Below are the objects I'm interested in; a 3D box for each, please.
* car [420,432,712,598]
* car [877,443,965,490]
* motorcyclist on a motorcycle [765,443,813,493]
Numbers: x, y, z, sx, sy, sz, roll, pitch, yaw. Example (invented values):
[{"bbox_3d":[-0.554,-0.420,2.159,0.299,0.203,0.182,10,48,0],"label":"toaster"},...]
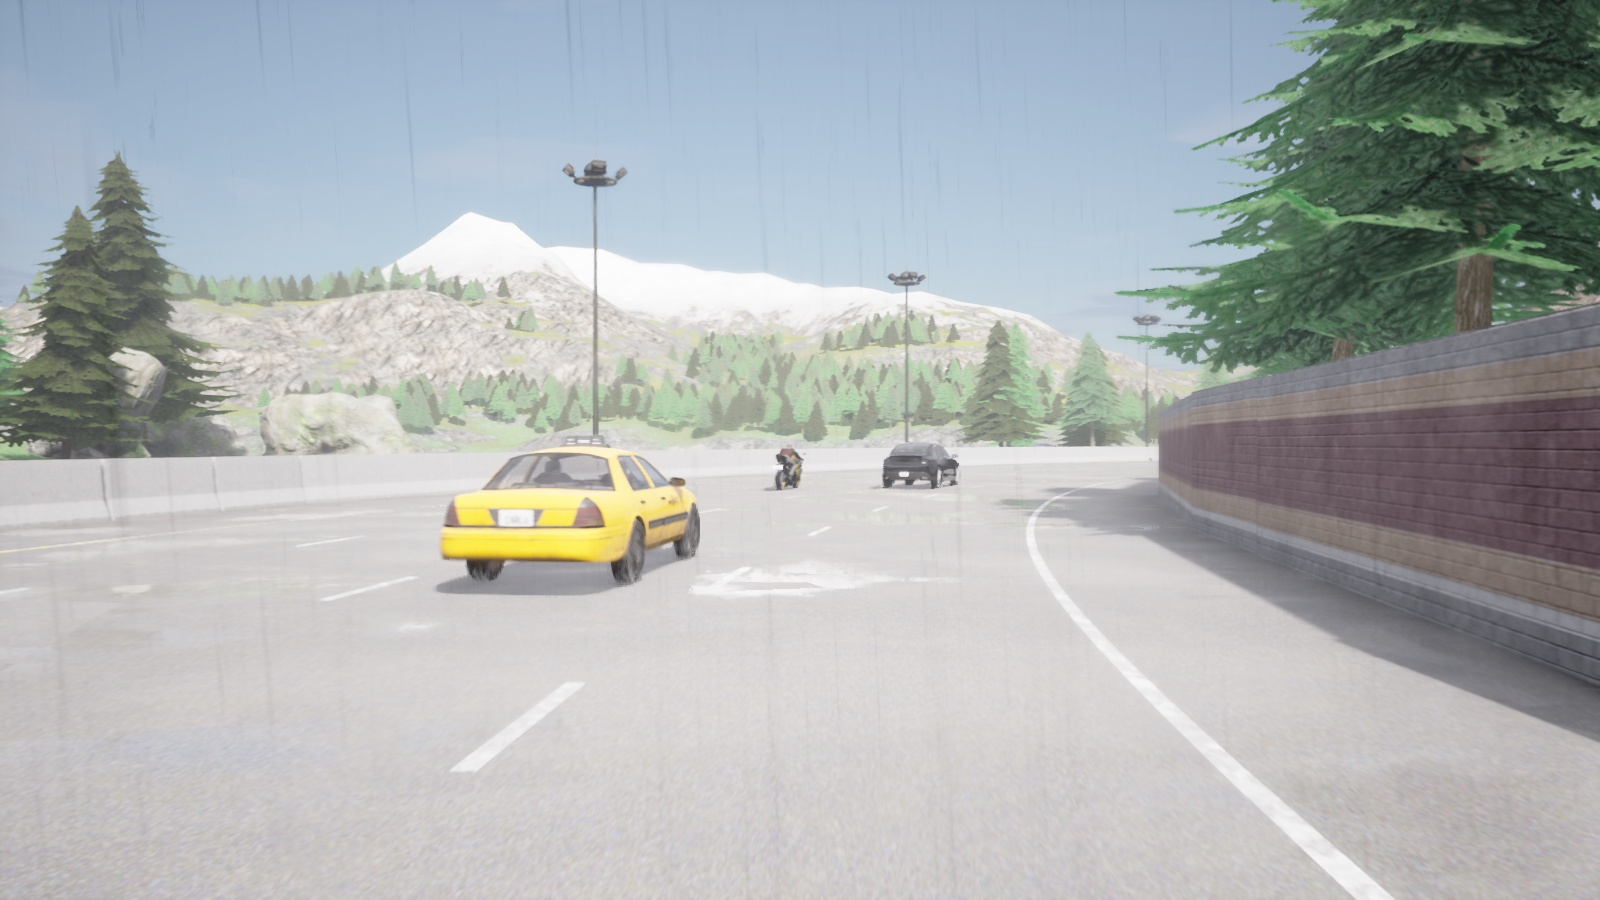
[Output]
[{"bbox_3d":[-2.441,0.599,14.686,1.801,1.575,5.366,0,0,7],"label":"car"},{"bbox_3d":[4.179,0.516,42.550,1.837,1.490,4.892,0,0,19],"label":"car"},{"bbox_3d":[-0.329,0.554,40.312,0.866,1.530,2.191,1,1,18],"label":"motorcyclist on a motorcycle"}]
